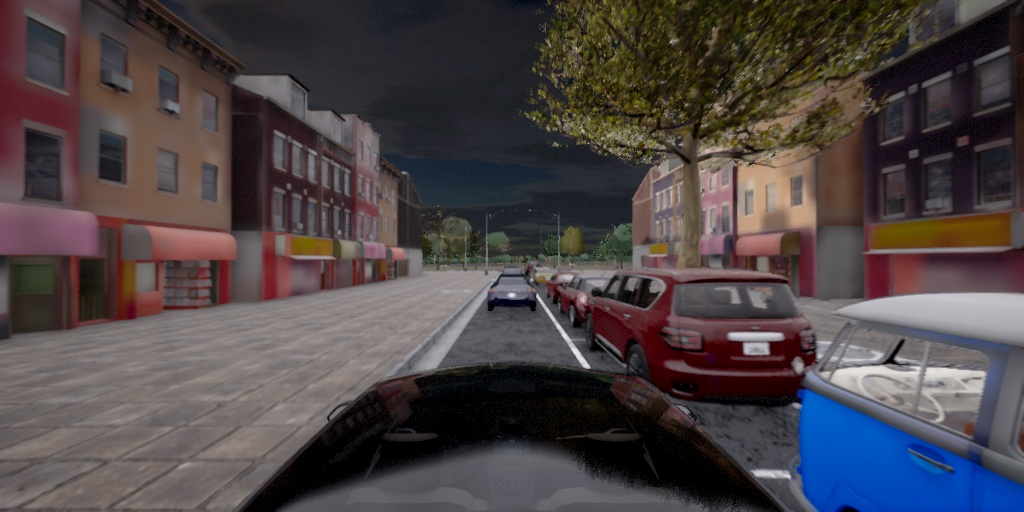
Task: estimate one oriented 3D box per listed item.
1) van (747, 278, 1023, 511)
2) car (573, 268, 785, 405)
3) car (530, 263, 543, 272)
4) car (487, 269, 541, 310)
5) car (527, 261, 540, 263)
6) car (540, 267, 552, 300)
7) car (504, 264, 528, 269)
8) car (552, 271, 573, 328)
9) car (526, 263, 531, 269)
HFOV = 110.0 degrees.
[{"bbox_3d":[2.638,1.081,0.706,1.690,1.789,3.998,0,0,0],"label":"van"},{"bbox_3d":[2.638,1.109,6.252,2.192,1.841,5.009,0,0,0],"label":"car"},{"bbox_3d":[2.637,1.540,28.602,1.751,1.417,4.829,0,0,0],"label":"car"},{"bbox_3d":[0.019,1.448,15.395,1.994,1.385,4.181,0,0,1],"label":"car"},{"bbox_3d":[2.637,1.516,45.067,2.192,1.841,5.009,0,0,0],"label":"car"},{"bbox_3d":[2.637,1.447,17.343,1.888,1.381,4.507,0,0,0],"label":"car"},{"bbox_3d":[0.008,1.573,29.370,2.033,1.411,5.357,0,-1,0],"label":"car"},{"bbox_3d":[2.637,1.288,11.797,1.967,1.591,4.097,0,0,0],"label":"car"},{"bbox_3d":[2.637,1.627,33.976,2.007,1.370,4.403,0,0,0],"label":"car"}]
